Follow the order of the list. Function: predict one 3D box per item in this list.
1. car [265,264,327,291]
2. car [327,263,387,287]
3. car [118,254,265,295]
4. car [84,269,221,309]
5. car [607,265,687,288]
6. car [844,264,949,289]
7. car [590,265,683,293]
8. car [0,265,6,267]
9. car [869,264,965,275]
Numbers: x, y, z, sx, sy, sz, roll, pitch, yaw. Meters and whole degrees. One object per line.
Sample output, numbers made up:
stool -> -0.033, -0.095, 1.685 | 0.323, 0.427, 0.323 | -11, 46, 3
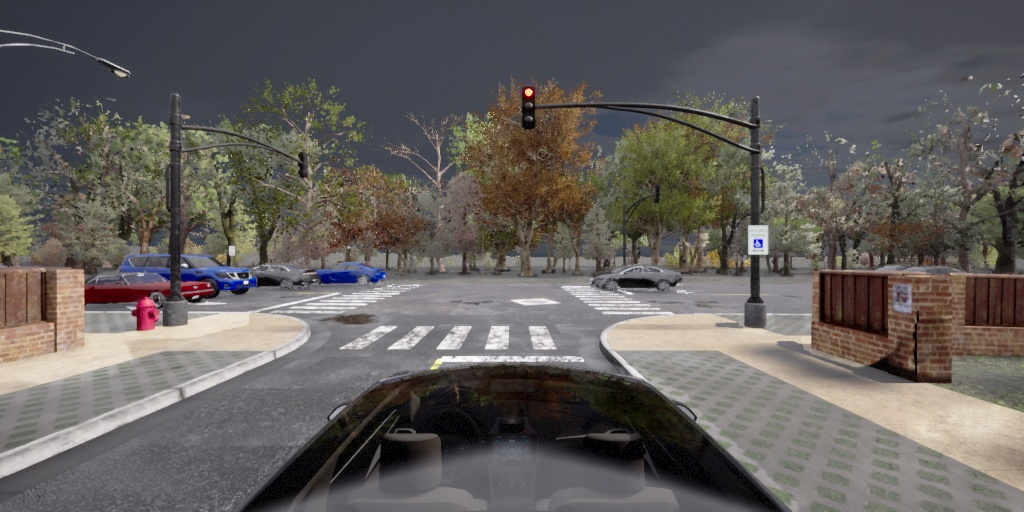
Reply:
car -> -13.840, 1.196, 20.699 | 4.902, 1.511, 2.128 | 0, 0, 0
car -> -10.993, 1.197, 23.955 | 5.008, 1.535, 1.882 | 0, 0, 0
car -> -15.561, 0.916, 17.247 | 5.566, 2.045, 2.150 | 0, 0, 0
car -> -14.634, 1.294, 13.997 | 4.718, 1.301, 1.895 | 0, 0, -3
car -> 8.942, 1.320, 23.985 | 4.674, 1.442, 1.812 | 0, 0, 0
car -> 25.582, 1.327, 23.999 | 5.008, 1.535, 1.882 | 0, 0, 0
car -> 7.019, 1.275, 20.728 | 4.902, 1.511, 2.128 | 0, 0, 0
car -> -25.612, 1.180, 17.232 | 4.674, 1.442, 1.812 | 0, 0, 0
car -> 23.647, 1.345, 20.749 | 4.892, 1.490, 1.837 | 0, 0, 0
